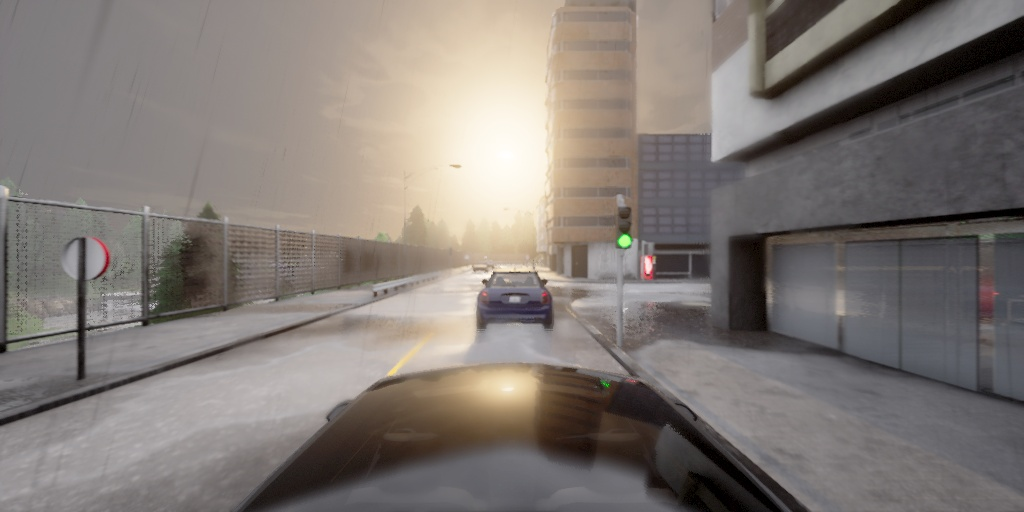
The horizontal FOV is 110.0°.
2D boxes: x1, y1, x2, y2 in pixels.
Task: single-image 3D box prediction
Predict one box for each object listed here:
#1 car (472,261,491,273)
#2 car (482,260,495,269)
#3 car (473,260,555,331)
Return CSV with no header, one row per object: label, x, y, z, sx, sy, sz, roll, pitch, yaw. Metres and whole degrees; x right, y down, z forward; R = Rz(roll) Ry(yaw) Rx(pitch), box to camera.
car,-4.059,1.459,47.931,2.033,1.411,5.357,0,0,0
car,-4.018,1.467,62.332,1.837,1.490,4.892,0,0,1
car,0.088,1.136,11.335,2.097,1.767,4.553,0,0,0
